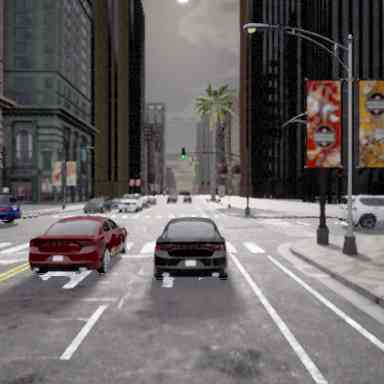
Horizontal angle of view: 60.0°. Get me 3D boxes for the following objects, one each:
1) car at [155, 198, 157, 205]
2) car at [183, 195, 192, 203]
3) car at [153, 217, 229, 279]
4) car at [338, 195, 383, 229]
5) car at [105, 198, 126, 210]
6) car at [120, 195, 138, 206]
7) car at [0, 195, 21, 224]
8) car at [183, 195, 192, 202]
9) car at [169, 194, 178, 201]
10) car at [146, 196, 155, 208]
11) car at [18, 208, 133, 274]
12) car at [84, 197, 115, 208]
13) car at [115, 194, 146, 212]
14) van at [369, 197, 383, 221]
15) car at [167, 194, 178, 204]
[{"bbox_3d":[-7.311,1.555,59.356,2.128,1.511,4.902,0,0,-1],"label":"car"},{"bbox_3d":[-0.947,1.575,69.927,1.837,1.490,4.892,0,0,-1],"label":"car"},{"bbox_3d":[-0.009,1.488,10.116,1.882,1.535,5.008,0,0,1],"label":"car"},{"bbox_3d":[12.223,1.235,21.075,5.566,2.045,2.150,0,0,2],"label":"car"},{"bbox_3d":[-10.463,1.574,45.639,1.812,1.442,4.674,0,0,0],"label":"car"},{"bbox_3d":[-10.516,1.411,55.853,2.097,1.767,4.553,0,0,-1],"label":"car"},{"bbox_3d":[-14.810,1.247,23.118,5.566,2.045,2.150,0,0,7],"label":"car"},{"bbox_3d":[-1.078,1.564,80.060,1.882,1.535,5.008,0,0,-1],"label":"car"},{"bbox_3d":[-4.311,1.272,78.681,2.097,1.767,4.553,0,0,-1],"label":"car"},{"bbox_3d":[-7.239,1.544,49.234,2.128,1.511,4.902,0,0,0],"label":"car"},{"bbox_3d":[-3.328,1.488,10.658,1.882,1.535,5.008,0,0,-1],"label":"car"},{"bbox_3d":[-10.394,1.391,36.946,2.097,1.767,4.553,0,0,0],"label":"car"},{"bbox_3d":[-7.141,1.263,39.191,2.150,2.045,5.566,0,0,-1],"label":"car"},{"bbox_3d":[16.681,1.341,26.705,3.998,1.788,1.690,0,0,-1],"label":"van"},{"bbox_3d":[-4.176,1.572,68.292,1.837,1.490,4.892,0,0,-1],"label":"car"}]
